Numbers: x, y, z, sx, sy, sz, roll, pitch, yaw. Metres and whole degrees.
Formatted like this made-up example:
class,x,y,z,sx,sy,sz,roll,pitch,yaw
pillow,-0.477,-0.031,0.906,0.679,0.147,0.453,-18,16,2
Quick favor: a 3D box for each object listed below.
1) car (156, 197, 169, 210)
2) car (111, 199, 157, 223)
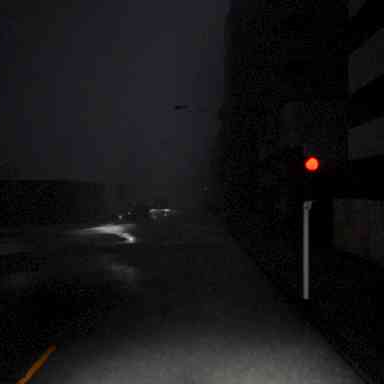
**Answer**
class,x,y,z,sx,sy,sz,roll,pitch,yaw
car,-4.170,1.505,44.156,1.837,1.490,4.892,0,0,0
car,-4.610,1.492,25.803,2.128,1.511,4.902,0,0,10
